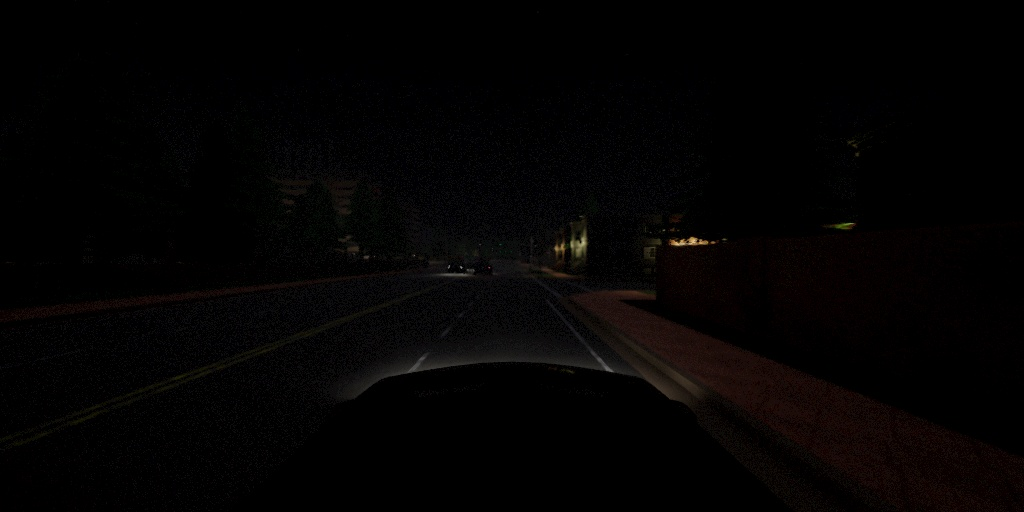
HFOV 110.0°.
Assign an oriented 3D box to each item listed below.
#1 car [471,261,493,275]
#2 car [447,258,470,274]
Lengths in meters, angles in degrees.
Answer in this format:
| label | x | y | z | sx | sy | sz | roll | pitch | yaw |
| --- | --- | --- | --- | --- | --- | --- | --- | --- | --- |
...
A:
| label | x | y | z | sx | sy | sz | roll | pitch | yaw |
| --- | --- | --- | --- | --- | --- | --- | --- | --- | --- |
| car | -3.514 | 1.425 | 45.033 | 2.097 | 1.767 | 4.553 | 1 | 0 | 0 |
| car | -7.188 | 1.393 | 47.234 | 2.097 | 1.767 | 4.553 | 1 | -1 | 0 |
